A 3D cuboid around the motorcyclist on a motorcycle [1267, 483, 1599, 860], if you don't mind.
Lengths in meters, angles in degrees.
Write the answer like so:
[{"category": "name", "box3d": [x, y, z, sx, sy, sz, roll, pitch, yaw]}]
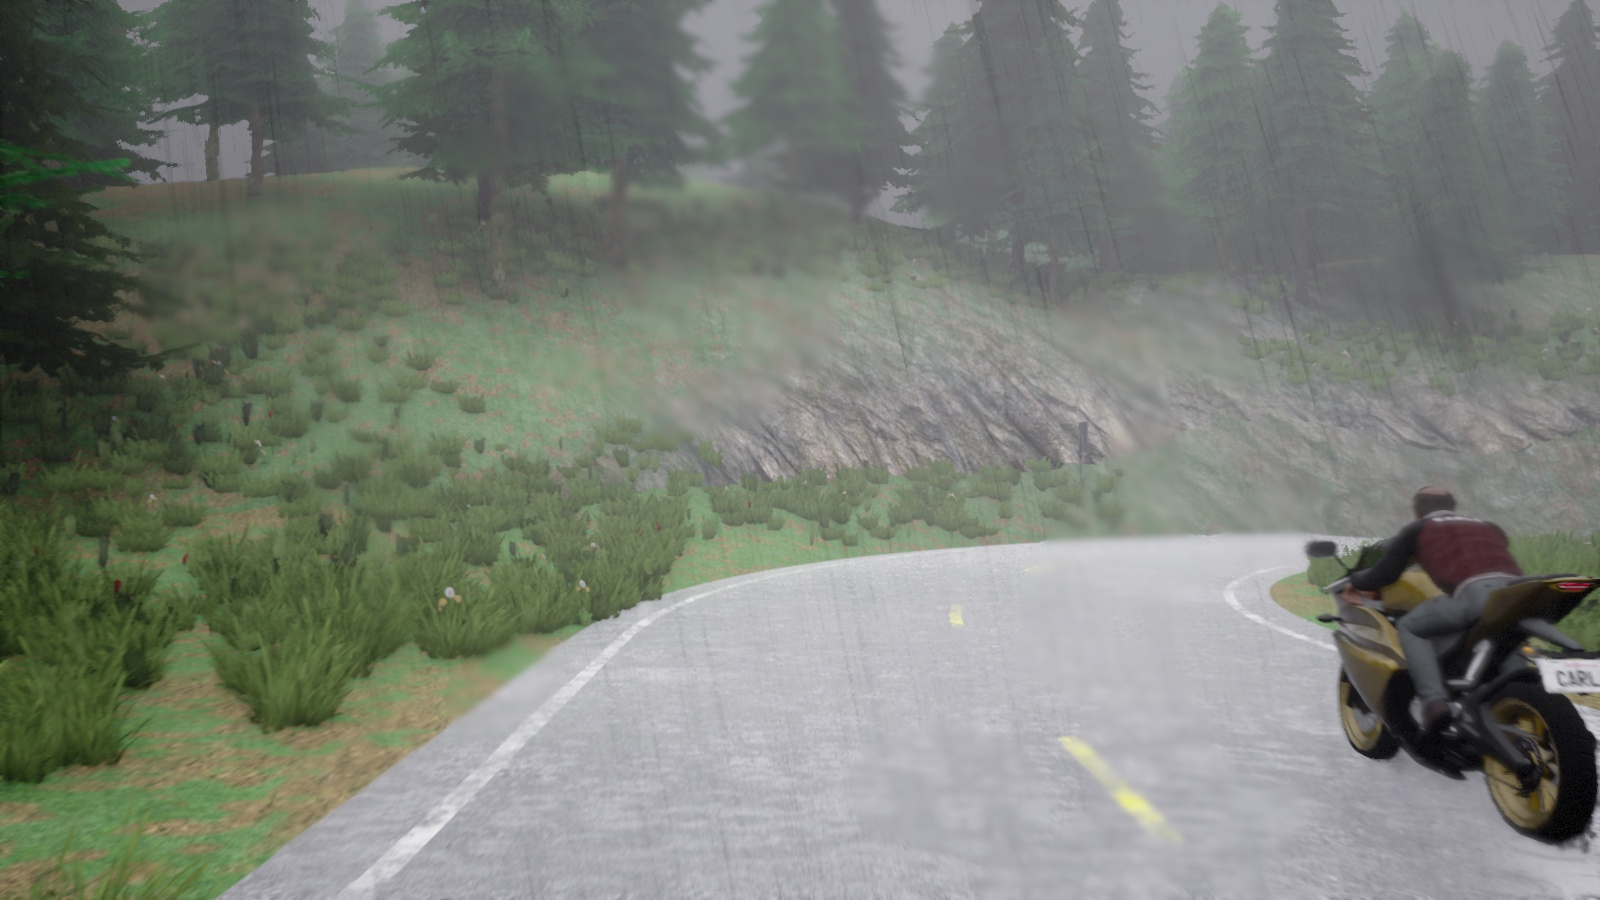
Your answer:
[{"category": "motorcyclist on a motorcycle", "box3d": [3.185, 0.942, 6.282, 0.866, 1.530, 2.191, 0, -1, 0]}]
